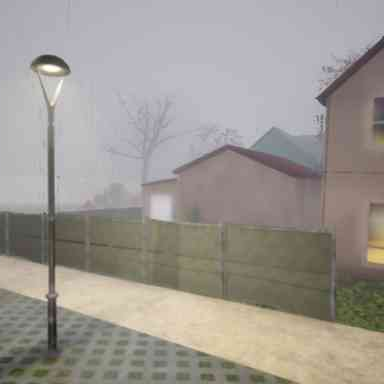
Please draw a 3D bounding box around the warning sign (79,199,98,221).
[{"bbox_3d":[-9.407,1.601,30.248,1.300,1.860,1.060,4,2,31],"label":"warning sign"}]
